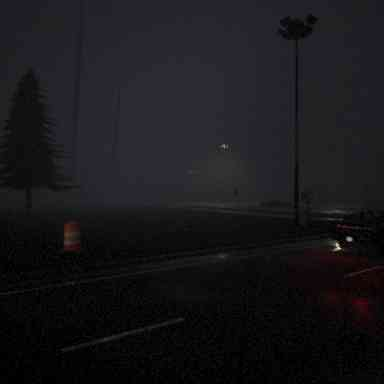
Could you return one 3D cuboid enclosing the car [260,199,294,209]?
[{"bbox_3d":[11.794,1.662,46.448,1.895,1.301,4.718,0,0,-35],"label":"car"}]

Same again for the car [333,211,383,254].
[{"bbox_3d":[7.751,1.516,13.599,4.902,1.511,2.128,0,0,-35],"label":"car"}]
